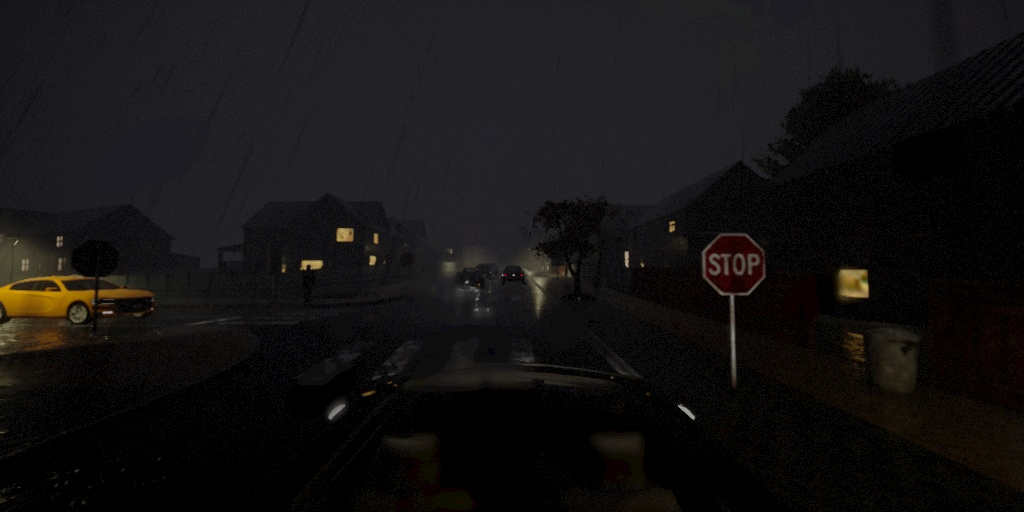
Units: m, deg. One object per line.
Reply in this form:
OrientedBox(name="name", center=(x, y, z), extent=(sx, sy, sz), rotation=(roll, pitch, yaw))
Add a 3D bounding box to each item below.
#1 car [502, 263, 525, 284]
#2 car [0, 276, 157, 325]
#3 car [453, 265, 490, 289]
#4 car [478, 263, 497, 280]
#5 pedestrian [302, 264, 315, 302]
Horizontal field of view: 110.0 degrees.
OrientedBox(name="car", center=(0.112, 1.552, 29.943), extent=(2.033, 1.411, 5.357), rotation=(0, -1, 0))
OrientedBox(name="car", center=(-14.874, 1.435, 12.157), extent=(5.008, 1.535, 1.882), rotation=(-1, -3, 7))
OrientedBox(name="car", center=(-2.840, 1.520, 24.938), extent=(1.994, 1.385, 4.181), rotation=(0, -1, 0))
OrientedBox(name="car", center=(-2.820, 1.574, 36.097), extent=(1.837, 1.490, 4.892), rotation=(0, -1, 0))
OrientedBox(name="pedestrian", center=(-9.901, 1.310, 17.417), extent=(0.375, 1.860, 0.375), rotation=(0, -2, 5))
